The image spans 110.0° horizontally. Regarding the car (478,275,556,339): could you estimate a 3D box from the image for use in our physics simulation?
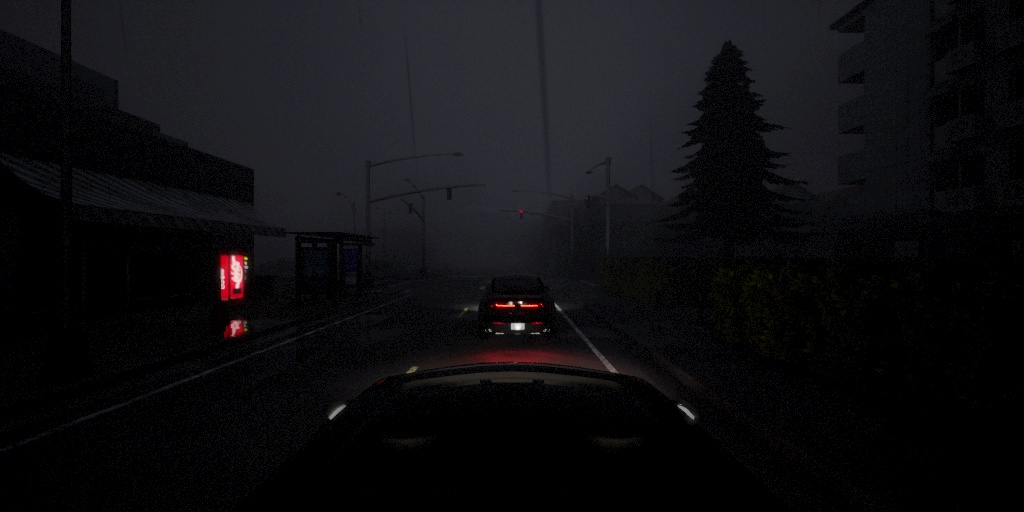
[{"bbox_3d":[0.117,1.255,10.062,1.837,1.490,4.892,0,0,0],"label":"car"}]
